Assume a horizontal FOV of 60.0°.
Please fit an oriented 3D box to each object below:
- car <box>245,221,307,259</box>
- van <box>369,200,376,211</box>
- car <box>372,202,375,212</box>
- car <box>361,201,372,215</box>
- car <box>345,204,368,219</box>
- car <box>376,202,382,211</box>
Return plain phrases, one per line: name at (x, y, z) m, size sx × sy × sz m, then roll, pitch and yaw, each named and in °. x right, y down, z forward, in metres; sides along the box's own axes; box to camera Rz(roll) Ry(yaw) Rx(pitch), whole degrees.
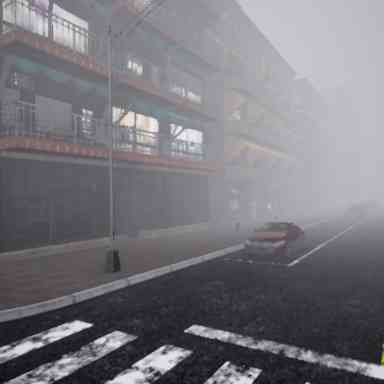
car at (3.656, 1.898, 14.040) m, size 1.802 × 1.307 × 4.206 m, roll -2°, pitch -2°, yaw 32°
van at (27.342, 2.339, 52.085) m, size 1.690 × 1.788 × 3.998 m, roll -2°, pitch -2°, yaw 32°
car at (24.385, 2.463, 47.323) m, size 2.008 × 1.369 × 4.403 m, roll -2°, pitch -2°, yaw 32°
car at (21.422, 2.267, 42.572) m, size 1.967 × 1.590 × 4.097 m, roll -2°, pitch -2°, yaw 32°
car at (18.463, 2.323, 37.814) m, size 1.802 × 1.307 × 4.206 m, roll -2°, pitch -2°, yaw 32°
car at (33.245, 2.484, 61.607) m, size 2.192 × 1.841 × 5.009 m, roll -2°, pitch -2°, yaw 32°
